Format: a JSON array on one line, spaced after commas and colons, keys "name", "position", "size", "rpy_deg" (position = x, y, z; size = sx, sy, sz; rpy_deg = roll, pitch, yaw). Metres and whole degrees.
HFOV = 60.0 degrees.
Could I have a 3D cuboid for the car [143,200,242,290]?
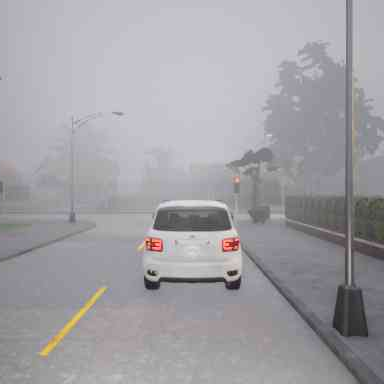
[{"name": "car", "position": [0.026, 1.221, 9.227], "size": [2.150, 2.045, 5.566], "rpy_deg": [0, 0, 0]}]
